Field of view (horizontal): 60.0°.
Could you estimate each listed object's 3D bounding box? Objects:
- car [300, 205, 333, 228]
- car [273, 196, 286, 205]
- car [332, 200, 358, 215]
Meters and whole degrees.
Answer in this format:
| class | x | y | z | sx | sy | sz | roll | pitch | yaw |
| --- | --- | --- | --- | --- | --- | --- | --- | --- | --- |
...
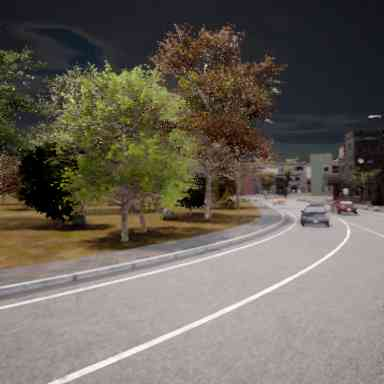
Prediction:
| class | x | y | z | sx | sy | sz | roll | pitch | yaw |
| --- | --- | --- | --- | --- | --- | --- | --- | --- | --- |
| car | 8.824 | 1.648 | 23.753 | 1.812 | 1.442 | 4.674 | -1 | 0 | 21 |
| car | 16.900 | 1.575 | 64.313 | 2.097 | 1.767 | 4.553 | -1 | 0 | 9 |
| car | 15.901 | 1.578 | 34.967 | 1.812 | 1.442 | 4.674 | -1 | 0 | 11 |
